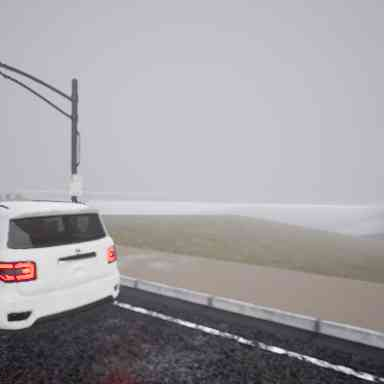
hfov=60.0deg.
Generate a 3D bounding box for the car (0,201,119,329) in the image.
[{"bbox_3d":[-3.847,1.181,6.432,5.566,2.045,2.150,1,0,36],"label":"car"}]
